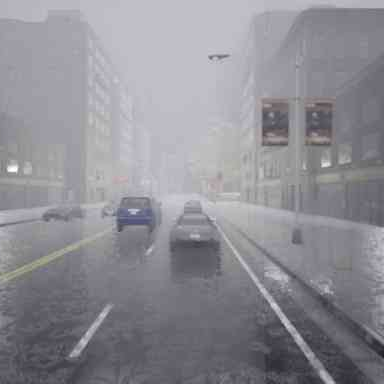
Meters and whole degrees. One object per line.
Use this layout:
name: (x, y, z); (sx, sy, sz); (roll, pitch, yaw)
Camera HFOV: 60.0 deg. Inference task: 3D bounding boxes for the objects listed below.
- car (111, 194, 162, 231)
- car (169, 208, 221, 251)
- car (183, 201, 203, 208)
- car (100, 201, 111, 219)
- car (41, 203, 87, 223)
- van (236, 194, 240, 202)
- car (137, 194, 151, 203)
car: (-3.141, 1.226, 20.569); (2.150, 2.045, 5.566); (0, 0, 0)
car: (0.106, 1.567, 14.043); (1.994, 1.385, 4.181); (0, 0, 0)
car: (0.113, 1.556, 32.138); (2.033, 1.411, 5.357); (0, 0, 0)
car: (-6.584, 1.499, 29.139); (2.128, 1.511, 4.902); (0, 0, 0)
car: (-9.839, 1.554, 26.089); (2.033, 1.411, 5.357); (0, 0, 0)
van: (12.194, 1.439, 76.531); (3.998, 1.788, 1.690); (0, 0, 1)
car: (-9.723, 1.237, 67.469); (2.097, 1.767, 4.553); (0, 0, 0)
